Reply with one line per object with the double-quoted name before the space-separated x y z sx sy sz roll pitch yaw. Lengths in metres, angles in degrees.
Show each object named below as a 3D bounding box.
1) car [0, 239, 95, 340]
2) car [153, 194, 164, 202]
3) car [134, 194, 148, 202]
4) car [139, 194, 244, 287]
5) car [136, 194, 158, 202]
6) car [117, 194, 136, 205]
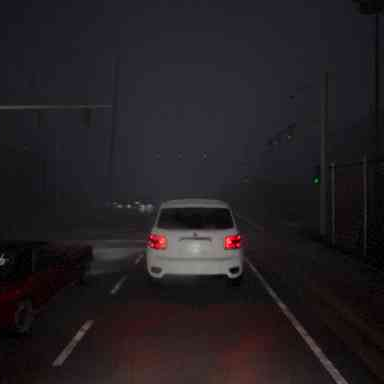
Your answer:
"car" -3.434 1.572 6.448 1.895 1.301 4.718 0 0 1
"car" -6.902 1.218 68.457 1.812 1.442 4.674 0 1 0
"car" -10.402 1.215 68.334 2.128 1.511 4.902 0 0 0
"car" 0.085 1.180 9.370 2.150 2.045 5.566 0 0 0
"car" -6.999 1.255 52.793 2.128 1.511 4.902 0 0 0
"car" -10.496 1.115 52.838 2.097 1.767 4.553 0 0 0
